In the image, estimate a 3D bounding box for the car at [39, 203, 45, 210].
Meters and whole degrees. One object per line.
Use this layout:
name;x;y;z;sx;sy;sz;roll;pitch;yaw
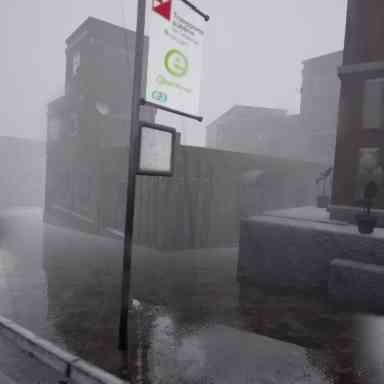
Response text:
car;-23.533;2.334;55.991;2.128;1.511;4.902;4;-1;17
